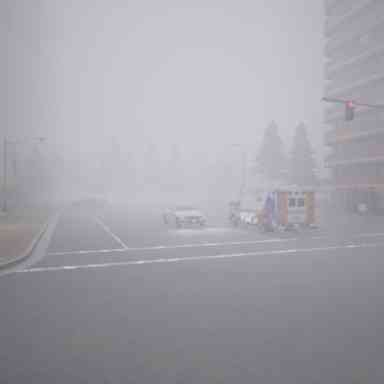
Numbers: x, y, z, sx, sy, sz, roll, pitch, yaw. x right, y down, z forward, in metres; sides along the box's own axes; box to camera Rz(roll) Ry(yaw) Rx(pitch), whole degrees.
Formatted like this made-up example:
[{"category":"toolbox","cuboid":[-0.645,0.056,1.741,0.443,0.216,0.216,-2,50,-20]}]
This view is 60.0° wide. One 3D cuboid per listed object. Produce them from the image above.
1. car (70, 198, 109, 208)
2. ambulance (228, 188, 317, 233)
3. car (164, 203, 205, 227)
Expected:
[{"category":"car","cuboid":[-14.787,1.511,48.113,5.357,1.411,2.033,0,0,11]},{"category":"ambulance","cuboid":[4.341,1.031,19.727,2.351,2.431,6.366,0,0,-20]},{"category":"car","cuboid":[-0.646,1.526,22.842,1.812,1.442,4.674,0,0,-20]}]
